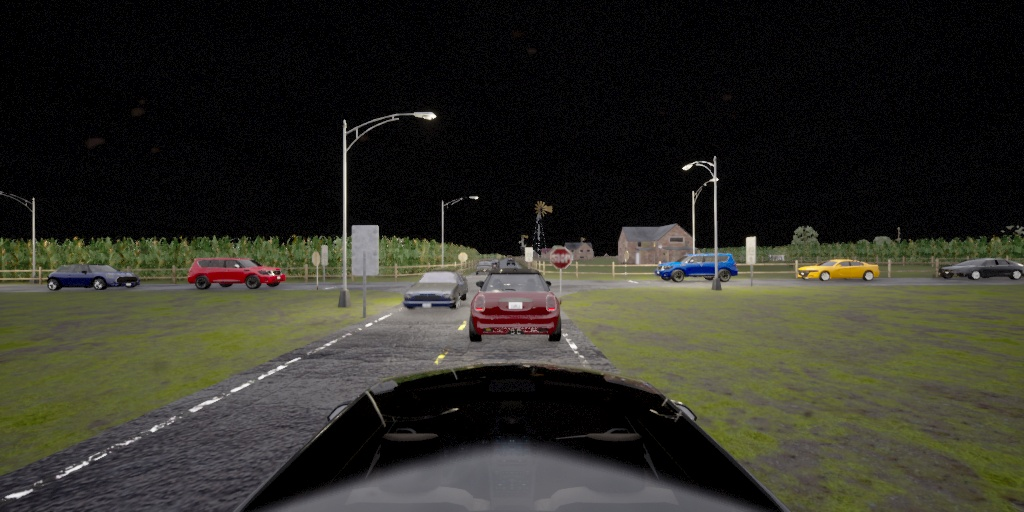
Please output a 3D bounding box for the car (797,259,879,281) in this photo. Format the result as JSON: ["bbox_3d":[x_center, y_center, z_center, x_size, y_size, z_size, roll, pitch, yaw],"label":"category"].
[{"bbox_3d":[23.873,1.013,26.348,5.008,1.535,1.882,-1,0,1],"label":"car"}]

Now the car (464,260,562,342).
[{"bbox_3d":[0.058,1.103,9.955,2.097,1.767,4.553,0,0,-1],"label":"car"}]

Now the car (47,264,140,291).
[{"bbox_3d":[-28.002,1.345,24.119,4.553,1.767,2.097,-1,0,1],"label":"car"}]

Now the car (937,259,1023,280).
[{"bbox_3d":[34.235,0.947,26.201,4.892,1.490,1.837,-1,0,0],"label":"car"}]

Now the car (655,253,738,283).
[{"bbox_3d":[13.567,0.849,26.492,5.566,2.045,2.150,-1,0,0],"label":"car"}]

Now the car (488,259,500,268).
[{"bbox_3d":[-3.019,1.302,61.730,1.837,1.490,4.892,0,0,0],"label":"car"}]

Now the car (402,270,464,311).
[{"bbox_3d":[-2.891,1.300,14.828,2.033,1.411,5.357,0,0,0],"label":"car"}]

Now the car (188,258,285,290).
[{"bbox_3d":[-18.348,1.126,23.985,5.566,2.045,2.150,-1,0,1],"label":"car"}]
